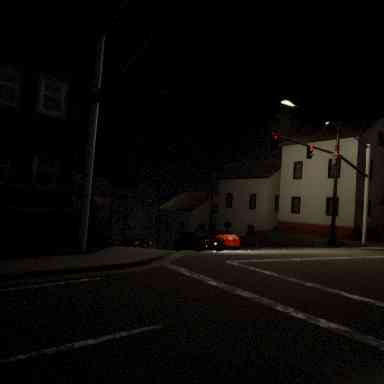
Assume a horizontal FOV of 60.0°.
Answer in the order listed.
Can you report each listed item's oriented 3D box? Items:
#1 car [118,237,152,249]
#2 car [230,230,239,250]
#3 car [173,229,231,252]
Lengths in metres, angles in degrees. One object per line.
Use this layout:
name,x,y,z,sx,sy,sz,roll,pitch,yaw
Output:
car,-5.658,5.108,31.985,1.882,1.535,5.008,6,-16,-35
car,1.835,4.029,27.965,2.097,1.767,4.553,6,-12,-35
car,0.405,3.529,23.630,1.994,1.385,4.181,6,-12,-35
